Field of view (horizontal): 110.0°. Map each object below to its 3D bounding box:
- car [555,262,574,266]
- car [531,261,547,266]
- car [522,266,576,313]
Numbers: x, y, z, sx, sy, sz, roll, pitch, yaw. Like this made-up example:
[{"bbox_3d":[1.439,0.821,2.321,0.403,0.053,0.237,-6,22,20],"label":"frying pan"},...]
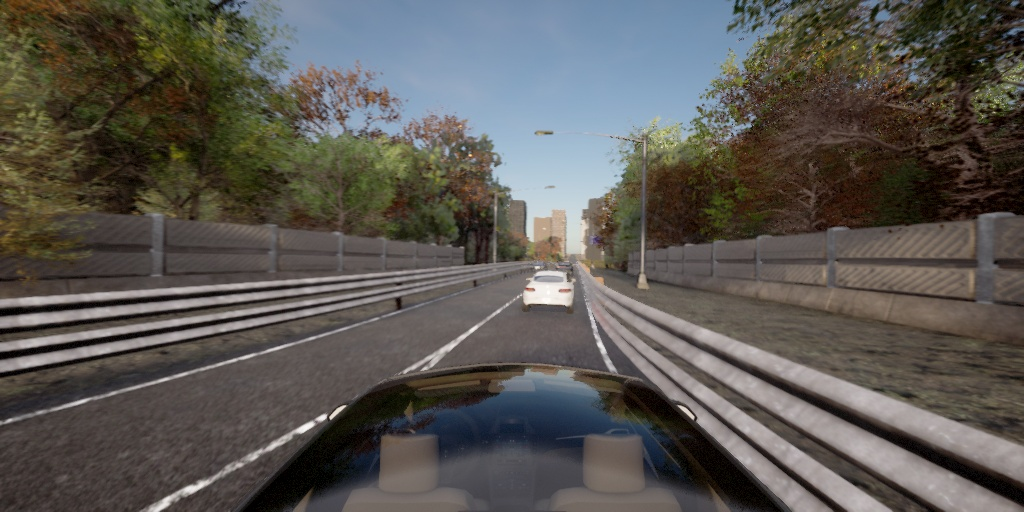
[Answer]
[{"bbox_3d":[5.722,1.354,39.011,2.128,1.511,4.902,1,0,10],"label":"car"},{"bbox_3d":[3.523,1.336,46.427,2.128,1.511,4.902,1,0,10],"label":"car"},{"bbox_3d":[1.529,1.304,14.271,1.812,1.442,4.674,1,0,9],"label":"car"}]
